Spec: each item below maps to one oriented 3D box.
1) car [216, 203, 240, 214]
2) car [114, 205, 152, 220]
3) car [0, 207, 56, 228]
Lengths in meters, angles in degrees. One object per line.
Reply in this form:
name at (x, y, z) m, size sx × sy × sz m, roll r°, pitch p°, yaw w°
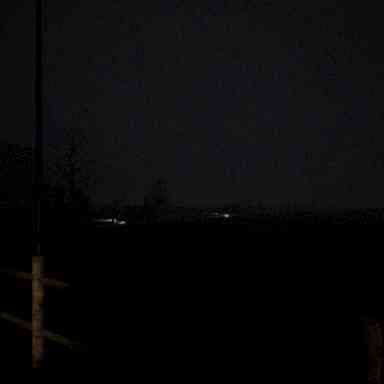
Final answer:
car at (5.533, 2.432, 50.013) m, size 1.837 × 1.490 × 4.892 m, roll 1°, pitch -1°, yaw 36°
car at (-5.992, 2.073, 33.971) m, size 1.994 × 1.385 × 4.181 m, roll 1°, pitch -1°, yaw 36°
car at (-12.784, 1.807, 24.467) m, size 2.033 × 1.411 × 5.357 m, roll 1°, pitch -1°, yaw 35°
